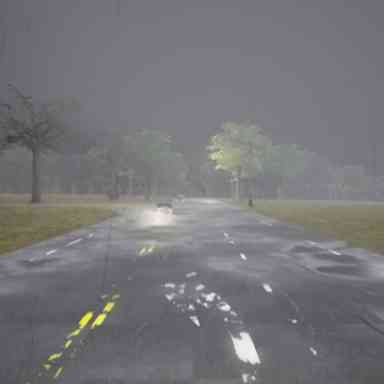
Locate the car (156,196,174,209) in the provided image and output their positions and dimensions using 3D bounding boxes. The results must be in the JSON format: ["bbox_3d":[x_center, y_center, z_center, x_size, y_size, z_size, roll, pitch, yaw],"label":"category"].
[{"bbox_3d":[-3.428,1.352,42.409,1.837,1.490,4.892,1,-1,0],"label":"car"}]
